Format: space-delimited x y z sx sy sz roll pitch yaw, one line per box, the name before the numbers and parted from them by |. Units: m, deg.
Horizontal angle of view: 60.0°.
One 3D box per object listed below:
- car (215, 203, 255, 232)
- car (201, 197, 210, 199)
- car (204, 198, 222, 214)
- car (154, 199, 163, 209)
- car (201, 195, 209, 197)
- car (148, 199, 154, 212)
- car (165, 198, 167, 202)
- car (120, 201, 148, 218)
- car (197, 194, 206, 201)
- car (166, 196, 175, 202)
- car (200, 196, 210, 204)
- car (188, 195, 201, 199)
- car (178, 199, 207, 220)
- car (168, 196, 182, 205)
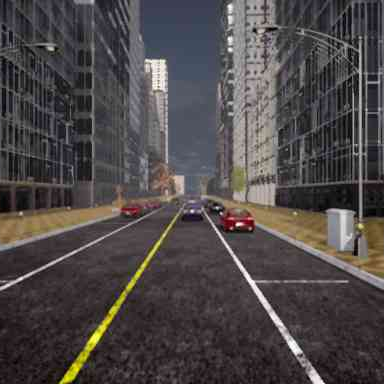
car | 2.691 1.629 20.453 1.887 1.381 4.507 0 0 0
car | 2.690 1.746 48.914 1.947 1.339 4.313 0 0 0
car | 2.690 1.710 37.529 1.947 1.339 4.313 0 0 0
car | -5.691 1.725 48.922 1.887 1.381 4.507 0 0 0
car | 2.689 1.780 60.298 1.947 1.339 4.313 0 0 0
car | -5.690 1.726 37.537 1.802 1.307 4.206 0 0 0
car | -5.691 1.763 54.614 1.947 1.339 4.313 0 0 0
car | -5.690 1.670 31.843 1.887 1.381 4.507 0 0 0
car | 2.689 1.611 94.452 2.192 1.841 5.009 0 0 0
car | -5.693 1.835 88.771 2.008 1.369 4.403 0 0 0
car | 2.689 1.685 71.683 1.967 1.590 4.097 0 0 0
car | 0.001 1.626 55.963 2.033 1.649 4.856 0 0 0
car | 0.043 1.665 29.638 2.033 1.411 5.357 0 0 1
car | -3.027 1.725 63.575 1.837 1.490 4.892 0 0 1
